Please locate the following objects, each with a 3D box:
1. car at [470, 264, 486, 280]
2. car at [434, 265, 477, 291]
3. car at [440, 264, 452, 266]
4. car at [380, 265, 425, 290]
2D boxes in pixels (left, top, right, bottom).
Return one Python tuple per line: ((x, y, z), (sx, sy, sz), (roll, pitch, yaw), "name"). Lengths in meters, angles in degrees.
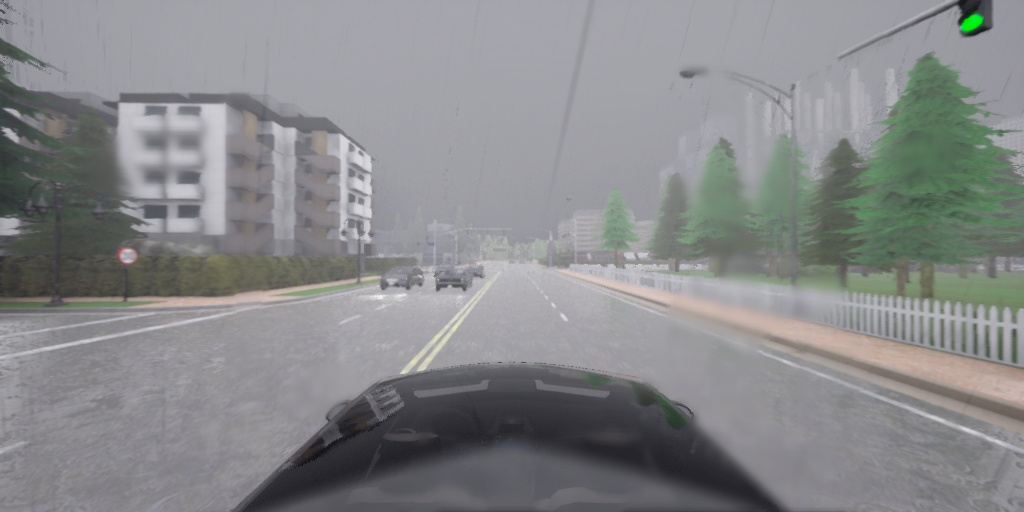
((-3.584, 1.495, 34.895), (2.033, 1.411, 5.357), (0, 0, 0), "car")
((-3.601, 1.478, 23.008), (1.895, 1.301, 4.718), (0, 0, 0), "car")
((-7.063, 1.535, 38.714), (1.994, 1.385, 4.181), (0, 0, 1), "car")
((-7.108, 1.373, 23.648), (2.128, 1.511, 4.902), (0, 0, 0), "car")
